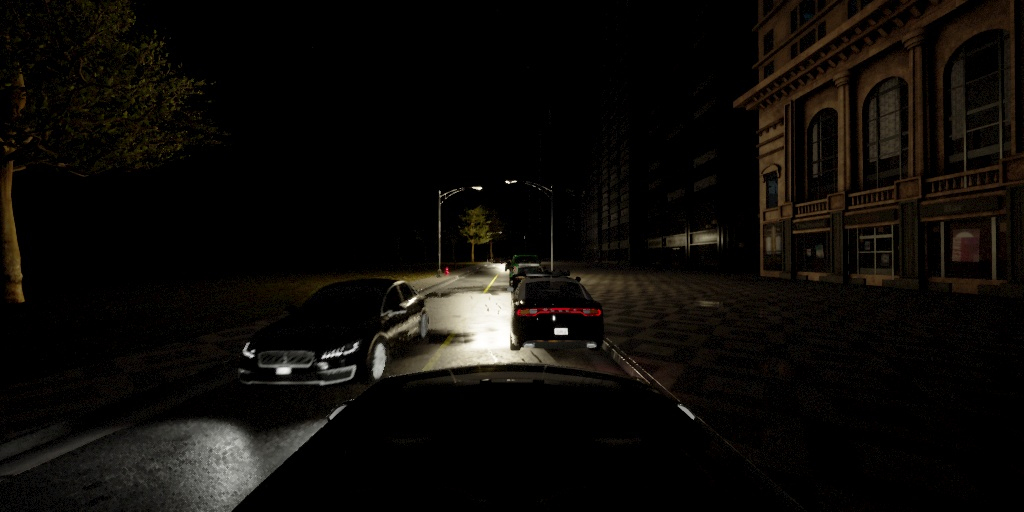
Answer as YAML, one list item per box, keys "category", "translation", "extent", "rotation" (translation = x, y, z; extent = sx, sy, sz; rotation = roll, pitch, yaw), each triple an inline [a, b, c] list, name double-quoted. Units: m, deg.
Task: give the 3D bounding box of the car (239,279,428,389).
- category: "car"
  translation: [-3.002, 1.255, 7.139]
  extent: [1.837, 1.490, 4.892]
  rotation: [0, 0, 0]

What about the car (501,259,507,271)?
- category: "car"
  translation: [0.016, 1.252, 46.600]
  extent: [2.033, 1.411, 5.357]
  rotation: [0, 0, 1]

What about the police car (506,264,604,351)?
- category: "police car"
  translation: [0.899, 1.175, 9.149]
  extent: [1.930, 1.638, 5.238]
  rotation: [0, 0, 0]

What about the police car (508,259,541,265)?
- category: "police car"
  translation: [0.897, 1.170, 19.150]
  extent: [1.930, 1.638, 5.238]
  rotation: [0, 0, 0]

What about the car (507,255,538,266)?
- category: "car"
  translation: [0.894, 0.963, 25.070]
  extent: [2.150, 2.045, 5.566]
  rotation: [0, 0, 0]
